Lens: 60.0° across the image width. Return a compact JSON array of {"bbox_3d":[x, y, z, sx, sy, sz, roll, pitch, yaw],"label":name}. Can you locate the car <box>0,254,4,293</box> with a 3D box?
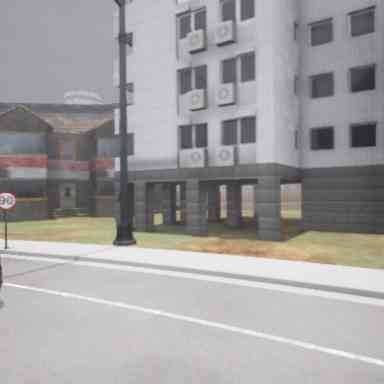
[{"bbox_3d":[-6.206,1.560,6.947,5.008,1.535,1.882,-1,0,25],"label":"car"}]
